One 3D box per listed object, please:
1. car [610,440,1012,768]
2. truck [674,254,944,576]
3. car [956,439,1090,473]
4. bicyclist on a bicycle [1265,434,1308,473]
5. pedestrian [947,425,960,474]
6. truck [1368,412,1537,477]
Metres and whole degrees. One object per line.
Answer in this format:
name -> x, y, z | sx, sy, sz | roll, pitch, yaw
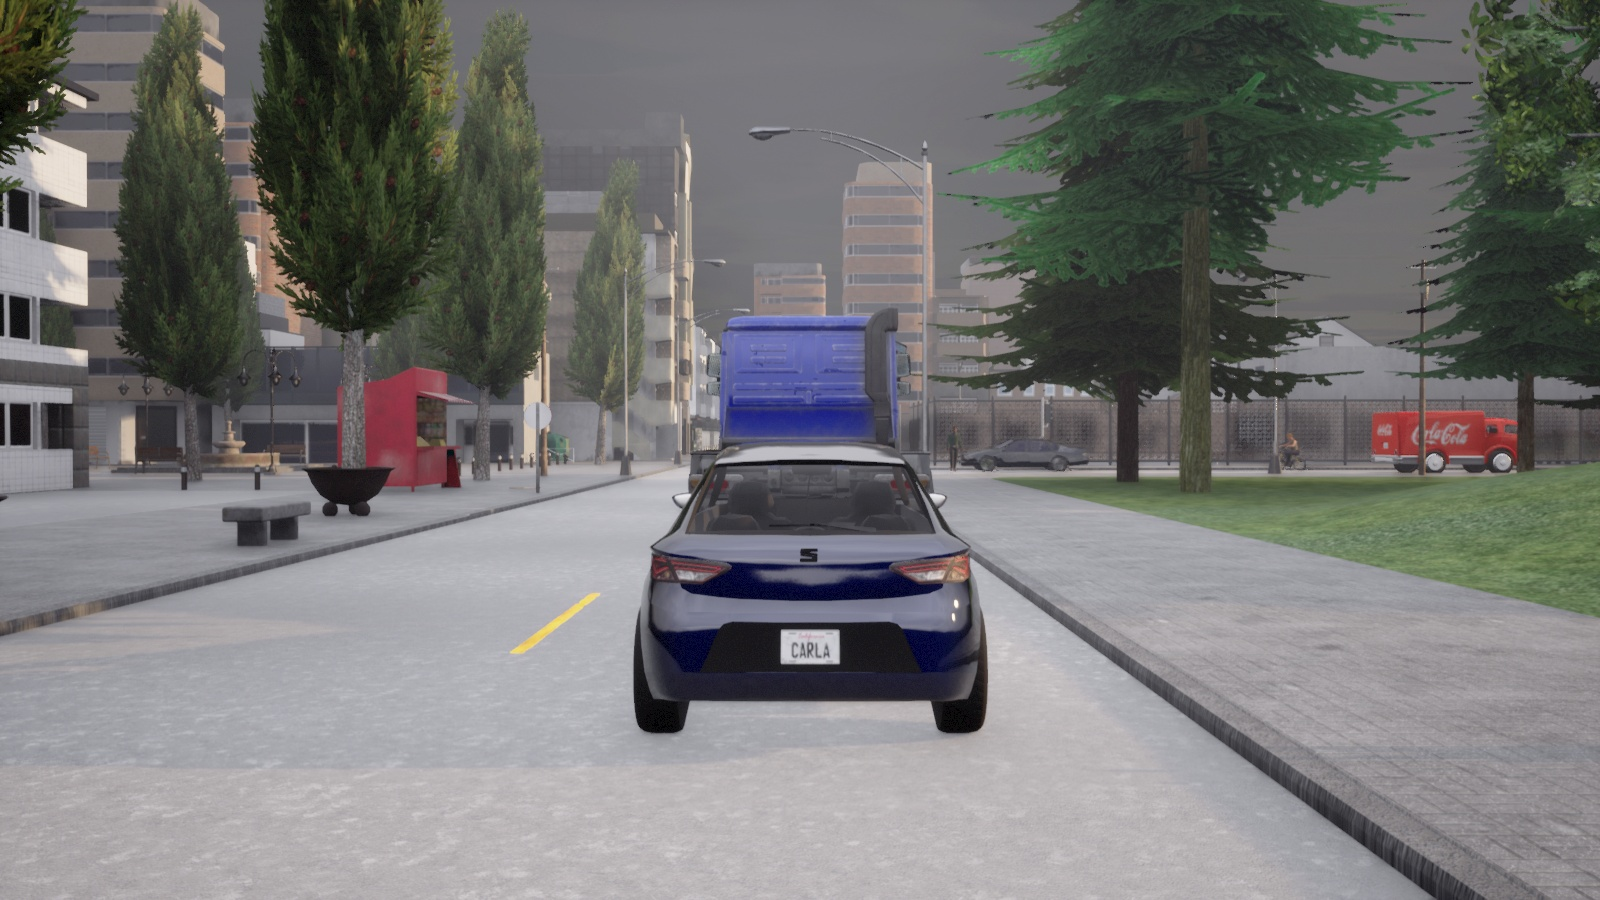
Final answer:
car -> 0.061, 0.679, 7.770 | 1.816, 1.474, 4.193 | 0, 1, 0
truck -> 0.122, -0.416, 17.453 | 2.891, 3.462, 7.936 | 0, 1, 0
car -> 9.396, 0.252, 53.216 | 5.357, 1.411, 2.033 | 0, 1, 0
bicyclist on a bicycle -> 20.591, 0.150, 53.156 | 1.509, 1.612, 0.866 | 0, 1, 1
pedestrian -> 6.194, -0.019, 50.536 | 0.423, 1.949, 0.788 | 0, 1, 0
truck -> 25.438, -0.228, 49.131 | 5.204, 2.467, 2.627 | 0, 1, 0
